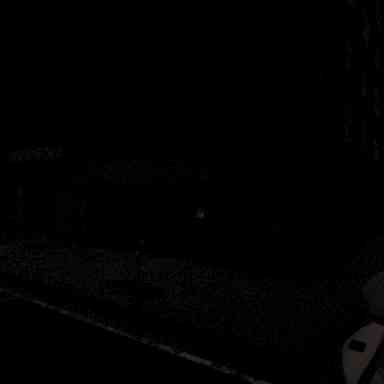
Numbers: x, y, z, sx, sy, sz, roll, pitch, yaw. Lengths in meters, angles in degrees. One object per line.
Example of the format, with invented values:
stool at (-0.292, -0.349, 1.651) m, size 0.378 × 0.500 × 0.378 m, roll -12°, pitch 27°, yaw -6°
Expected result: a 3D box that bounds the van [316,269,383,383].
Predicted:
van at (2.481, 1.347, 1.180) m, size 3.998 × 1.788 × 1.690 m, roll 0°, pitch 1°, yaw 35°
